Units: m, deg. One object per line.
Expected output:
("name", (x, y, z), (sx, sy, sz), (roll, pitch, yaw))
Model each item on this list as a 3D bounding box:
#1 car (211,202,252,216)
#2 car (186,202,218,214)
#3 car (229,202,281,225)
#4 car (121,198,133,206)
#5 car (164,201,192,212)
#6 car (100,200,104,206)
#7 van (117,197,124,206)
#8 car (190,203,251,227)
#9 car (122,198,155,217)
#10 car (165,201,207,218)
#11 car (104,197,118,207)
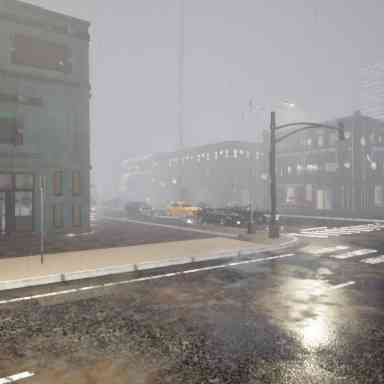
("car", (4.311, 1.809, 36.945), (2.008, 1.369, 4.403), (-2, 0, -35))
("car", (1.170, 1.903, 41.503), (1.802, 1.307, 4.206), (-1, 0, -35))
("car", (4.787, 1.702, 26.084), (2.128, 1.511, 4.902), (-1, 0, -33))
("car", (-6.943, 1.923, 43.103), (1.882, 1.535, 5.008), (-1, 0, -34))
("car", (-1.970, 1.965, 46.060), (1.802, 1.307, 4.206), (-1, 0, -35))
("car", (-17.677, 2.227, 68.847), (1.887, 1.381, 4.507), (-1, 0, -35))
("van", (-11.400, 1.906, 59.732), (1.690, 1.788, 3.998), (-1, 0, -35))
("car", (2.046, 1.814, 25.251), (1.947, 1.339, 4.313), (-1, 0, -35))
("car", (-5.732, 1.846, 36.745), (1.967, 1.590, 4.097), (-1, 0, -35))
("car", (-0.898, 1.803, 34.314), (1.882, 1.535, 5.008), (-1, 0, -34))
("car", (-14.542, 1.939, 64.289), (2.192, 1.841, 5.009), (-1, 0, -35))
